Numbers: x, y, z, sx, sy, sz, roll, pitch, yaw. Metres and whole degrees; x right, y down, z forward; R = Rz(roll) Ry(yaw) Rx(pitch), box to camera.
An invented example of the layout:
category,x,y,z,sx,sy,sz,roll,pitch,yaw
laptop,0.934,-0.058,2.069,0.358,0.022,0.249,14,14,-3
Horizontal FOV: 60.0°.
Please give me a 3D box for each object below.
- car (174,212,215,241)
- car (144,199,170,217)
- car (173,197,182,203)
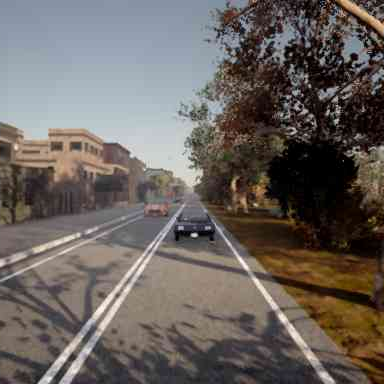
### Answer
category,x,y,z,sx,sy,sz,roll,pitch,yaw
car,0.117,1.650,17.094,1.895,1.301,4.718,0,0,0
car,-3.298,1.455,31.921,2.097,1.767,4.553,0,0,0
car,-3.121,1.776,73.091,1.994,1.385,4.181,0,0,0
